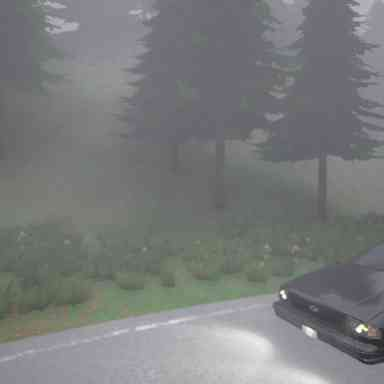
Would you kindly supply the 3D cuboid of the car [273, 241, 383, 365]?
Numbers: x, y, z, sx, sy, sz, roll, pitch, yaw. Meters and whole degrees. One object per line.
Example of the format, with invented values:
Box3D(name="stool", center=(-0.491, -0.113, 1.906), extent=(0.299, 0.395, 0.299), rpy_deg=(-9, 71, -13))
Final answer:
Box3D(name="car", center=(4.024, 1.507, 5.587), extent=(5.357, 1.411, 2.033), rpy_deg=(0, 1, -24))
